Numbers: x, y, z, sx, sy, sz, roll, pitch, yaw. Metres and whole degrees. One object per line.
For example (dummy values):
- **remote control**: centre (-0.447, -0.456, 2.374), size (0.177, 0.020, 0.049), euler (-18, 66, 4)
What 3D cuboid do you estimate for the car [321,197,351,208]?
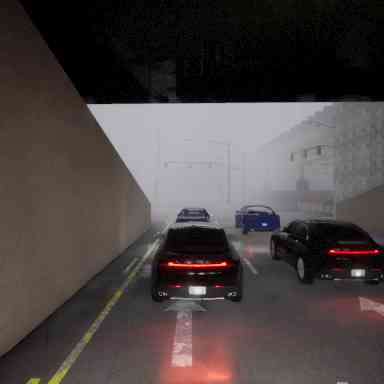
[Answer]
- **car**: centre (17.649, 1.295, 40.670), size (4.536, 1.218, 1.853), euler (0, 0, -45)

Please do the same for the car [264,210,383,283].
- **car**: centre (3.606, 1.505, 9.628), size (1.837, 1.490, 4.892), euler (0, 0, 0)

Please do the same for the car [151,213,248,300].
- **car**: centre (0.105, 1.505, 8.339), size (1.837, 1.490, 4.892), euler (0, 0, 0)

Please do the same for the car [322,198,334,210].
- **car**: centre (17.612, 1.453, 40.633), size (4.974, 1.542, 2.038), euler (0, 0, -45)

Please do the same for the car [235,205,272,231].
- **car**: centre (3.631, 1.478, 19.116), size (1.882, 1.535, 5.008), euler (0, 0, 0)

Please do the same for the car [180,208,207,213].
- **car**: centre (0.100, 1.547, 18.085), size (2.033, 1.411, 5.357), euler (0, 0, 3)
